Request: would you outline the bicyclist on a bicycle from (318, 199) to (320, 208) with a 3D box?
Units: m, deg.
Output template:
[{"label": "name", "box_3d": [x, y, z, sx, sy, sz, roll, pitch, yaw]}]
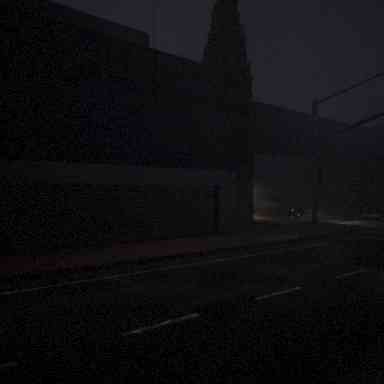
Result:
[{"label": "bicyclist on a bicycle", "box_3d": [16.223, 1.303, 43.263, 1.656, 1.620, 0.582, 0, 0, -37]}]

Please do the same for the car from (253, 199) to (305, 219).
[{"label": "car", "box_3d": [7.632, 1.601, 29.727, 1.895, 1.301, 4.718, 0, 0, -37]}]

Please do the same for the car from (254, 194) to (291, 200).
[{"label": "car", "box_3d": [8.695, 1.221, 34.158, 2.150, 2.045, 5.566, 0, 0, -36]}]
